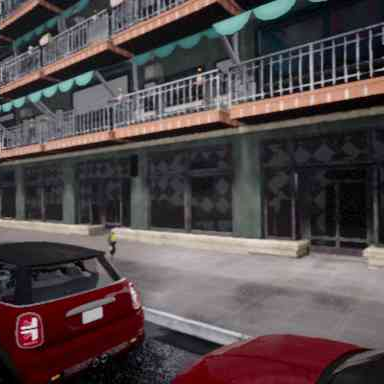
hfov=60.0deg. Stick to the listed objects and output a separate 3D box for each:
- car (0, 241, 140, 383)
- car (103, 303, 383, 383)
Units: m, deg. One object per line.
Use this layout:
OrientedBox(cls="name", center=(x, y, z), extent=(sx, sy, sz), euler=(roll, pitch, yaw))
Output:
OrientedBox(cls="car", center=(-2.699, 1.477, 5.042), extent=(4.097, 1.590, 1.967), euler=(-1, 0, 37))
OrientedBox(cls="car", center=(1.792, 1.518, 1.634), extent=(4.507, 1.381, 1.887), euler=(-1, 0, 37))
